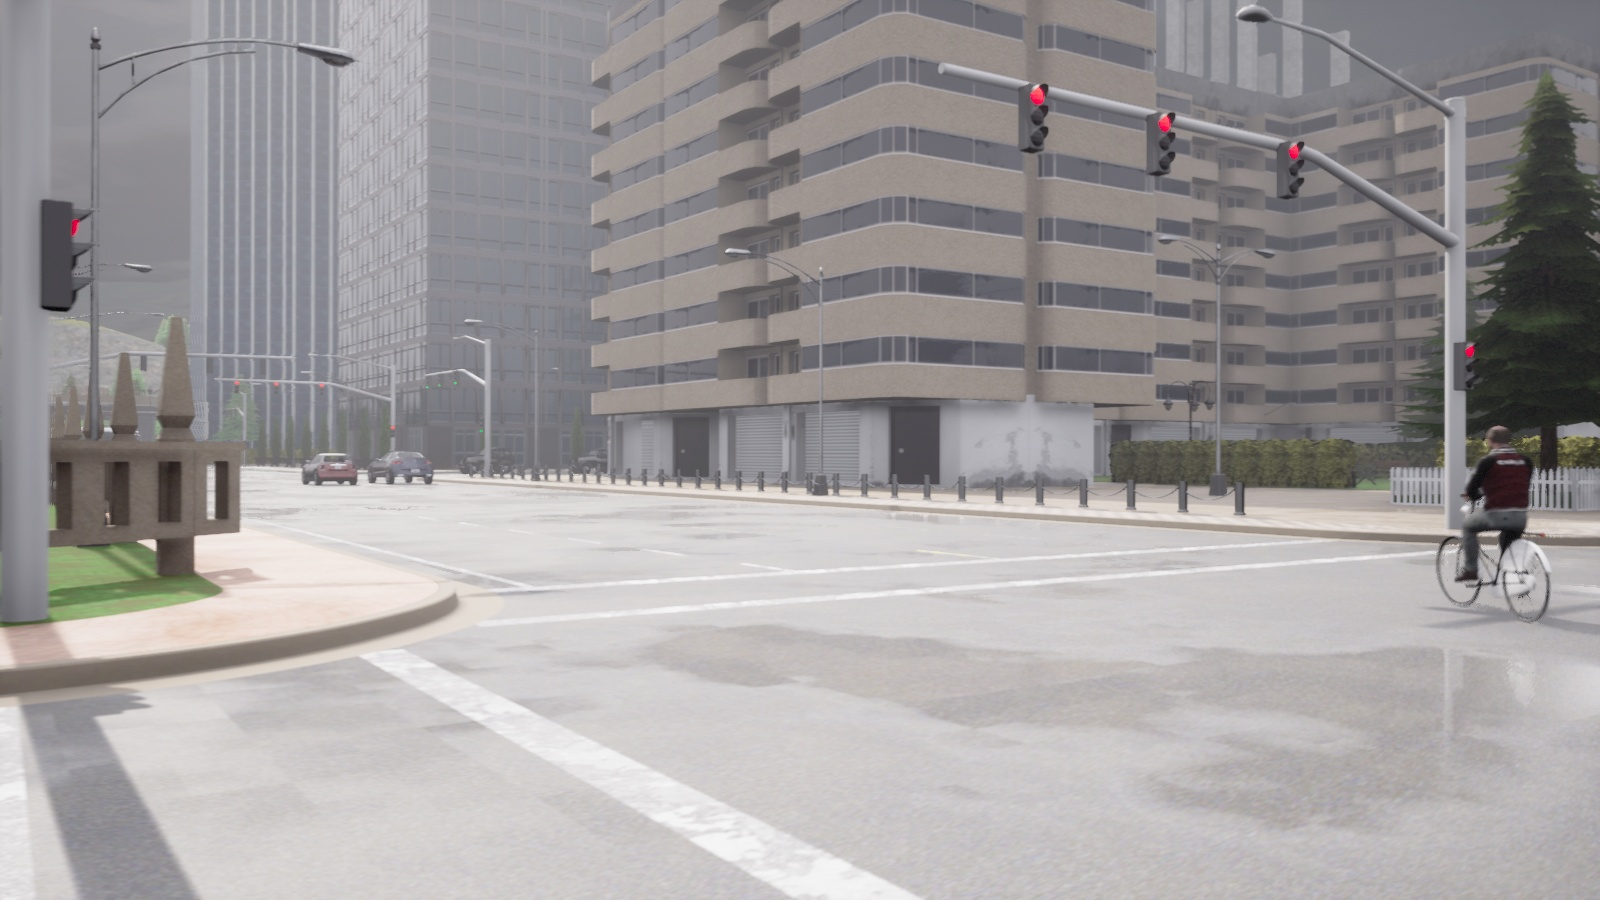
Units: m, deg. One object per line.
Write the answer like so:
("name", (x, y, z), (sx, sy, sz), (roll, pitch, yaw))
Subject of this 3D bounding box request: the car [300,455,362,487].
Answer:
("car", (-22.202, 0.969, 59.358), (1.970, 1.475, 3.806), (0, 0, -33))

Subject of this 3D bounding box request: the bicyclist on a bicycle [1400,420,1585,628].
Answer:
("bicyclist on a bicycle", (6.390, 0.637, 11.712), (0.659, 1.776, 1.843), (-1, 0, 0))

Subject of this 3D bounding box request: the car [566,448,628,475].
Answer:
("car", (-14.256, 0.819, 88.417), (3.866, 1.878, 1.905), (0, 0, -33))

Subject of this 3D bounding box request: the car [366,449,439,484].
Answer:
("car", (-19.584, 0.783, 61.749), (2.152, 1.651, 5.027), (0, 0, -33))

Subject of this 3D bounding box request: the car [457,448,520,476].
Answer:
("car", (-21.736, 0.837, 87.755), (3.866, 1.878, 1.905), (0, 0, -33))
